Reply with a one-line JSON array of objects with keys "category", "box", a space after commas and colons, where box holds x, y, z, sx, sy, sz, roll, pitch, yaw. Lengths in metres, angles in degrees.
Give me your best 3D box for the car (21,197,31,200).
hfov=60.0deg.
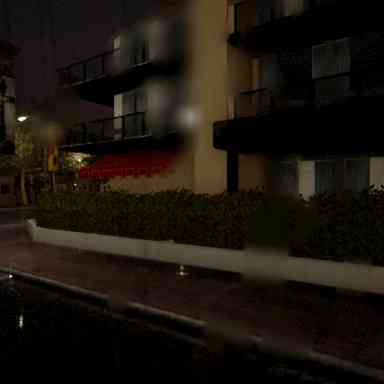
[{"category": "car", "box": [-35.601, 1.481, 67.658, 4.892, 1.521, 2.231, 0, 0, 36]}]
